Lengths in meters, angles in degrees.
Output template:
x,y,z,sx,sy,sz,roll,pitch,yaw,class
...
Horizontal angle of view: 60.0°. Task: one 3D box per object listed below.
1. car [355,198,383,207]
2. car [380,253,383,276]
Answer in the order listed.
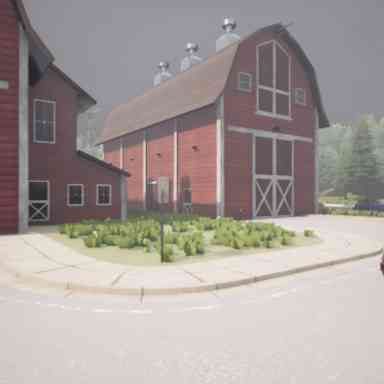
x,y,z,sx,sy,sz,roll,pitch,yaw,class
20.061,1.517,36.002,2.097,1.767,4.553,0,0,-34,car
6.954,1.564,8.967,4.674,1.442,1.812,0,0,-35,car
